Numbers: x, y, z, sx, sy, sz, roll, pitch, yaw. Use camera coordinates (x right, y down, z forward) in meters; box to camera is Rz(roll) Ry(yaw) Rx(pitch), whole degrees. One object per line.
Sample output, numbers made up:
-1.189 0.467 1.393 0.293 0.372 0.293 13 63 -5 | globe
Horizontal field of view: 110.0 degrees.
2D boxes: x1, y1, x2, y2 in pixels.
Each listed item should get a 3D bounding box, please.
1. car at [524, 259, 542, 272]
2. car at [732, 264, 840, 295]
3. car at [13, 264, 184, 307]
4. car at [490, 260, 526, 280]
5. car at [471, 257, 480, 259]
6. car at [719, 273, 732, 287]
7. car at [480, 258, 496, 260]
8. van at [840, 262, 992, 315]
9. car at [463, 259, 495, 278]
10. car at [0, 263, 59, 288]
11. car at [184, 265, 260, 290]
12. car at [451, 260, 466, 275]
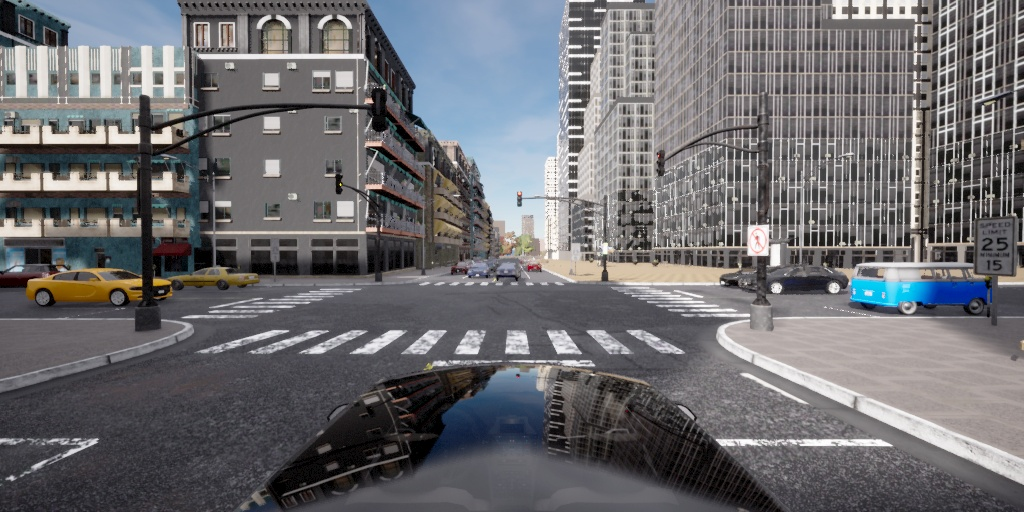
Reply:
2.776 1.290 45.103 1.888 1.381 4.507 0 0 0 | car
14.636 1.193 18.732 4.892 1.490 1.837 -1 1 0 | car
-17.726 1.287 15.567 5.008 1.535 1.882 0 1 0 | car
-0.223 1.293 30.653 2.033 1.411 5.357 0 0 5 | car
-5.571 1.184 45.069 1.967 1.591 4.097 0 0 0 | car
14.729 1.216 21.334 4.313 1.339 1.948 0 0 0 | car
-2.981 1.309 44.003 1.994 1.385 4.181 0 0 0 | car
14.719 1.117 12.953 3.998 1.789 1.690 0 0 0 | van
-3.011 1.292 33.970 2.033 1.411 5.357 0 0 0 | car
-28.727 1.190 21.384 4.097 1.591 1.967 0 0 0 | car
-17.829 1.247 21.371 4.829 1.417 1.751 0 0 0 | car
-5.587 1.290 39.420 1.888 1.381 4.507 0 0 0 | car
